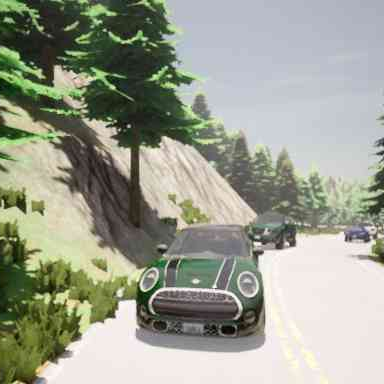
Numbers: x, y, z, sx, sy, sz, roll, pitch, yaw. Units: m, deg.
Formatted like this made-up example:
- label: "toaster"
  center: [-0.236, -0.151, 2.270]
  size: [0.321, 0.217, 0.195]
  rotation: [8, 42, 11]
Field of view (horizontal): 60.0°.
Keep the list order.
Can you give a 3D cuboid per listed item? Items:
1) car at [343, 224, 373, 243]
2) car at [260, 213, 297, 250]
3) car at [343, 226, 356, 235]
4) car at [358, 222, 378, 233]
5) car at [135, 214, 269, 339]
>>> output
- label: "car"
  center: [15.585, 3.993, 31.314]
  size: [1.812, 1.442, 4.674]
  rotation: [-1, -6, 33]
- label: "car"
  center: [4.835, 2.312, 20.198]
  size: [2.150, 2.045, 5.566]
  rotation: [-1, -5, 29]
- label: "car"
  center: [26.990, 6.592, 56.813]
  size: [1.812, 1.442, 4.674]
  rotation: [0, -6, 29]
- label: "car"
  center: [21.058, 4.645, 40.098]
  size: [2.150, 2.045, 5.566]
  rotation: [-1, -6, 32]
- label: "car"
  center: [0.412, 1.490, 7.098]
  size: [2.097, 1.767, 4.553]
  rotation: [0, -2, 10]
